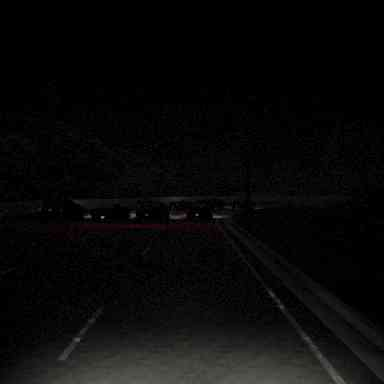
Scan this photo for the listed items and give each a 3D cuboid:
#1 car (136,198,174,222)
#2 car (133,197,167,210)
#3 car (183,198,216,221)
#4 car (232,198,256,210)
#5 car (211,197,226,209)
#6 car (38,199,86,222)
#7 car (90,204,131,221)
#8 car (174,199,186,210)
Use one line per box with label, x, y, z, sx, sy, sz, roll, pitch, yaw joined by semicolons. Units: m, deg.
car;-2.977;1.468;26.047;1.882;1.535;5.008;0;0;6
car;-5.422;1.475;43.404;2.128;1.511;4.902;0;0;25
car;0.680;1.515;27.131;1.812;1.442;4.674;0;0;7
car;6.751;1.510;43.273;1.812;1.442;4.674;0;0;32
car;2.801;1.489;43.533;1.837;1.490;4.892;0;0;30
car;-10.179;1.341;26.408;2.097;1.767;4.553;0;0;5
car;-6.404;1.591;26.882;1.895;1.301;4.718;0;0;6
car;-1.335;1.585;43.380;1.895;1.301;4.718;0;0;28
